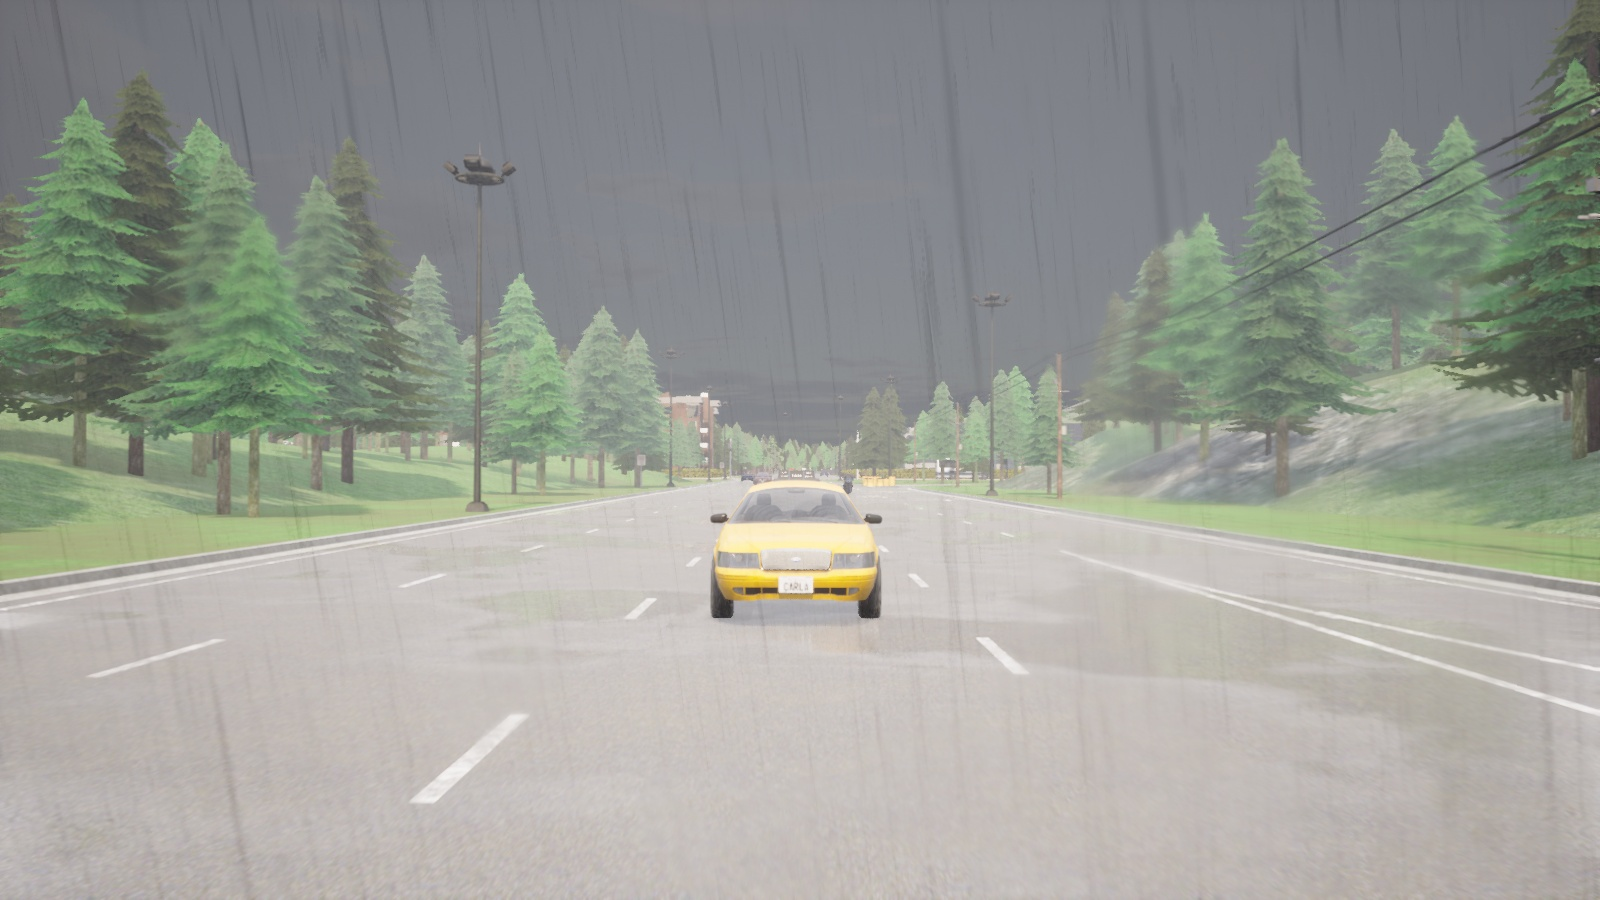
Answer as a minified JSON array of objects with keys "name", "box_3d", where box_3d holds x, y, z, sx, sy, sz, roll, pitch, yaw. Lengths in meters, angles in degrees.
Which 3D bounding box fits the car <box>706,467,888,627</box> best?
[{"name":"car","box_3d":[-0.037,1.007,15.111,1.801,1.575,5.366,0,-1,0]}]
